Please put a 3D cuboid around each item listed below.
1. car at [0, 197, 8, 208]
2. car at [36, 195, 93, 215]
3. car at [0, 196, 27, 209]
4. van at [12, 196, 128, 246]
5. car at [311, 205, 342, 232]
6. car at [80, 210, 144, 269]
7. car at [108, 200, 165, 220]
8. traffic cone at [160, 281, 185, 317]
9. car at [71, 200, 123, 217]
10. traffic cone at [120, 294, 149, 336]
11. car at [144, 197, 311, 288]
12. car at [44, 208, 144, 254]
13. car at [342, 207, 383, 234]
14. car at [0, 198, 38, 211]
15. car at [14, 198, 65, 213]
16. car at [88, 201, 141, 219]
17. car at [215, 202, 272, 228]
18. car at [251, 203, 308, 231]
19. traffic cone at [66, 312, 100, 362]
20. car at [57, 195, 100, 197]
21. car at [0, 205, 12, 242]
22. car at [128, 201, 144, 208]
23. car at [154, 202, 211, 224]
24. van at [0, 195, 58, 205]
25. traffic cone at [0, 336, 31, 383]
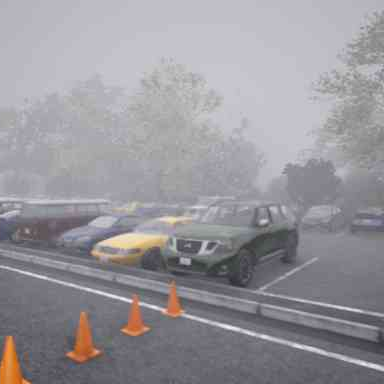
[{"bbox_3d":[-30.082,1.509,48.534,1.946,1.575,5.366,0,0,36],"label":"car"},{"bbox_3d":[-14.165,1.361,37.387,2.435,2.045,5.566,0,0,36],"label":"car"},{"bbox_3d":[-25.444,1.416,45.476,2.185,1.767,4.553,0,0,36],"label":"car"},{"bbox_3d":[-5.300,1.334,15.046,1.878,1.987,4.442,0,0,36],"label":"van"},{"bbox_3d":[8.385,1.594,21.192,2.231,1.521,4.892,0,0,36],"label":"car"},{"bbox_3d":[-0.920,1.540,11.533,1.946,1.575,5.366,0,0,36],"label":"car"},{"bbox_3d":[-5.049,1.629,31.042,1.946,1.575,5.366,0,0,36],"label":"car"},{"bbox_3d":[-0.361,1.986,6.288,0.340,0.580,0.340,0,0,36],"label":"traffic cone"},{"bbox_3d":[-9.655,1.658,34.152,2.163,1.488,4.792,0,0,36],"label":"car"},{"bbox_3d":[-0.943,1.982,5.477,0.340,0.580,0.340,0,0,36],"label":"traffic cone"},{"bbox_3d":[1.450,1.285,10.028,2.435,2.045,5.566,0,0,36],"label":"car"},{"bbox_3d":[-3.088,1.592,13.319,2.002,1.452,4.674,0,0,36],"label":"car"},{"bbox_3d":[10.653,1.615,19.593,2.163,1.488,4.792,0,0,36],"label":"car"},{"bbox_3d":[-23.223,1.585,43.809,2.163,1.488,4.792,0,0,36],"label":"car"},{"bbox_3d":[-18.586,1.582,40.749,1.946,1.575,5.366,0,0,36],"label":"car"},{"bbox_3d":[-7.427,1.664,32.483,2.163,1.488,4.792,0,0,36],"label":"car"},{"bbox_3d":[3.872,1.608,24.426,2.097,1.535,5.008,0,0,36],"label":"car"},{"bbox_3d":[6.128,1.601,22.808,2.097,1.535,5.008,0,0,36],"label":"car"},{"bbox_3d":[-1.525,1.978,4.666,0.340,0.580,0.340,0,0,36],"label":"traffic cone"},{"bbox_3d":[-11.942,1.370,35.723,2.435,2.045,5.566,0,0,36],"label":"car"},{"bbox_3d":[-7.650,1.567,16.579,2.097,1.535,5.008,0,0,36],"label":"car"},{"bbox_3d":[-2.903,1.629,29.270,2.097,1.535,5.008,0,0,36],"label":"car"},{"bbox_3d":[-0.645,1.625,27.650,2.231,1.521,4.892,0,0,36],"label":"car"},{"bbox_3d":[-9.996,1.347,18.125,1.878,1.987,4.442,0,0,36],"label":"van"},{"bbox_3d":[-2.108,1.974,3.855,0.340,0.580,0.340,0,0,36],"label":"traffic cone"}]
